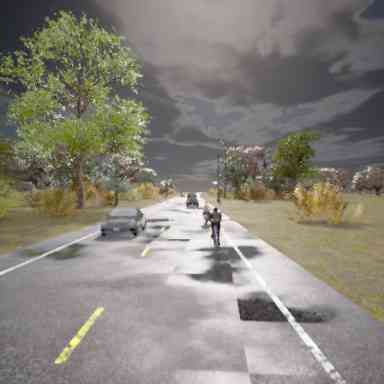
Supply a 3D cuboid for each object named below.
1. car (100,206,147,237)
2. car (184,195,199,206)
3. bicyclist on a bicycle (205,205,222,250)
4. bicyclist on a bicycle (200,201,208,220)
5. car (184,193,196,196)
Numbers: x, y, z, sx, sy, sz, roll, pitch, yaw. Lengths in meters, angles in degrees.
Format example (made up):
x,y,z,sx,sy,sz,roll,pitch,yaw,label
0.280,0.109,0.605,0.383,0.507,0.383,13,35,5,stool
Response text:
x,y,z,sx,sy,sz,roll,pitch,yaw,label
-3.603,1.512,18.167,1.812,1.442,4.674,0,0,0,car
0.088,1.548,53.308,1.895,1.301,4.718,0,0,0,car
0.959,1.444,13.425,0.582,1.620,1.656,0,0,0,bicyclist on a bicycle
0.975,1.419,22.623,0.866,1.612,1.509,0,0,0,bicyclist on a bicycle
-0.016,1.140,73.596,2.150,2.045,5.566,0,0,0,car
